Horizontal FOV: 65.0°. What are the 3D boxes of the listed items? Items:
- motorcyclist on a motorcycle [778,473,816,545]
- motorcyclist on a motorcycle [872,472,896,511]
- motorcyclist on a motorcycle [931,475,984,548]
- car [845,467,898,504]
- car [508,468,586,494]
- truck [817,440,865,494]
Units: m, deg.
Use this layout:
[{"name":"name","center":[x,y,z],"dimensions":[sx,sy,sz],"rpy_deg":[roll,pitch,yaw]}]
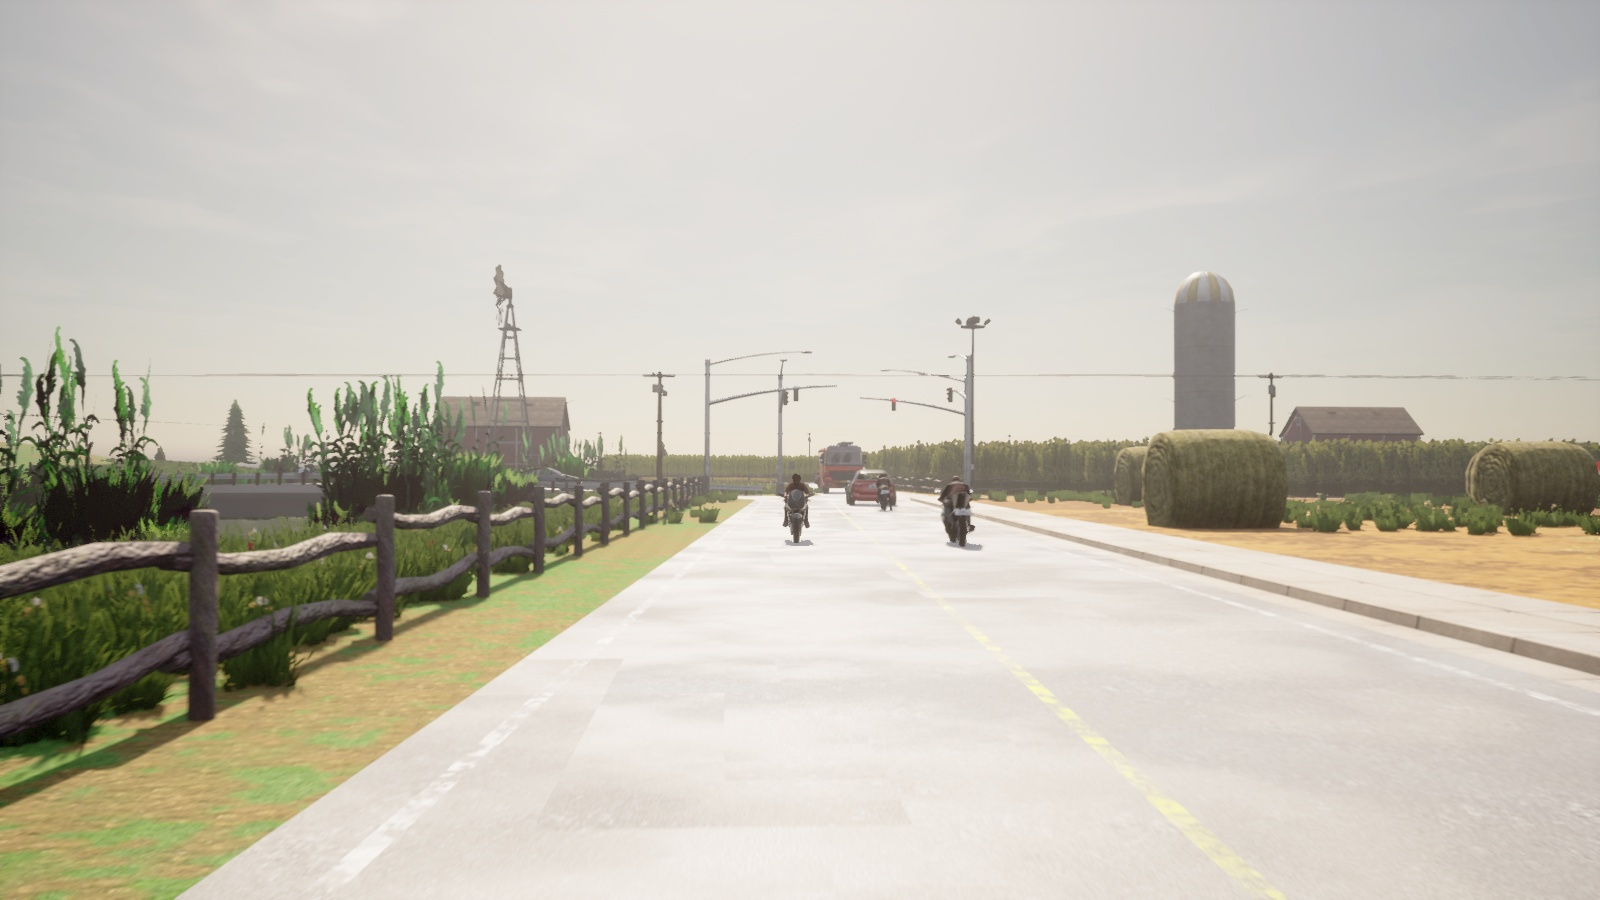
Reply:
[{"name":"motorcyclist on a motorcycle","center":[-0.068,1.274,27.742],"dimensions":[0.797,1.523,2.044],"rpy_deg":[0,-1,0]},{"name":"motorcyclist on a motorcycle","center":[3.375,1.655,50.721],"dimensions":[0.797,1.523,2.044],"rpy_deg":[0,-1,0]},{"name":"motorcyclist on a motorcycle","center":[3.432,1.310,27.561],"dimensions":[0.866,1.530,2.191],"rpy_deg":[0,-1,0]},{"name":"car","center":[3.356,1.671,59.659],"dimensions":[2.242,1.667,4.611],"rpy_deg":[0,-1,0]},{"name":"car","center":[-15.347,1.878,76.325],"dimensions":[4.181,1.385,1.994],"rpy_deg":[2,-1,3]},{"name":"truck","center":[3.021,1.300,94.702],"dimensions":[2.891,3.827,8.468],"rpy_deg":[0,-1,-3]}]
